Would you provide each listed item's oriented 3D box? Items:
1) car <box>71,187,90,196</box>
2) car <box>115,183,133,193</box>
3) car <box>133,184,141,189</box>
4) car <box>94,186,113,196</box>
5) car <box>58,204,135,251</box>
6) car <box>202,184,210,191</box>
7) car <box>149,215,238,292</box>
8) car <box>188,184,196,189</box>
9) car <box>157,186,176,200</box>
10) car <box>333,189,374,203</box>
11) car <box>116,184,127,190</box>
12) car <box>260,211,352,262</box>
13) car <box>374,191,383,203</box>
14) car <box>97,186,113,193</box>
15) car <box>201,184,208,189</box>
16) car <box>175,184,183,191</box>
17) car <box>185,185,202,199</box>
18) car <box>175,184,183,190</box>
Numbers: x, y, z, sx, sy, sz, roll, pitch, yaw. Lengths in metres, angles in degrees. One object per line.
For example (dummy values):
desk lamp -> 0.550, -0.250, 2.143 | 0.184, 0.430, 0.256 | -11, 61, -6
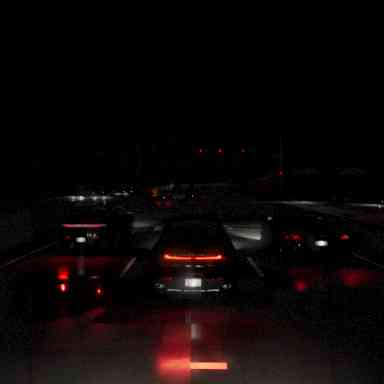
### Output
car -> -17.623, -0.062, 52.719 | 1.994, 1.385, 4.181 | 0, 2, 0
car -> -14.054, -0.900, 67.717 | 2.150, 2.045, 5.566 | 0, 2, 0
car -> -14.067, -1.241, 83.487 | 1.882, 1.535, 5.008 | 0, 2, 0
car -> -14.126, -0.122, 52.733 | 1.837, 1.490, 4.892 | 0, 2, 0
car -> -3.428, 1.188, 12.711 | 2.128, 1.511, 4.902 | 0, 2, 0
car -> 3.435, -1.103, 81.069 | 1.882, 1.535, 5.008 | 0, 2, 0
car -> 0.051, 1.337, 8.512 | 1.837, 1.490, 4.892 | 0, 2, 1
car -> -0.073, -1.483, 91.479 | 2.033, 1.411, 5.357 | 0, 2, 0
car -> -3.434, 0.289, 43.242 | 1.895, 1.301, 4.718 | 0, 2, 0
car -> 17.943, 0.414, 36.208 | 4.902, 1.511, 2.128 | 0, 2, 2
car -> -17.567, -1.189, 83.442 | 1.812, 1.442, 4.674 | 0, 2, 0
car -> 3.564, 1.316, 11.112 | 1.994, 1.385, 4.181 | 0, 2, 0
car -> 21.347, 0.591, 32.578 | 5.357, 1.411, 2.033 | 0, 2, 2
car -> -17.554, -0.516, 67.342 | 1.895, 1.301, 4.718 | 0, 2, 0
car -> 3.427, -1.429, 91.514 | 1.895, 1.301, 4.718 | 0, 2, 0
car -> -3.565, -1.039, 81.065 | 2.033, 1.411, 5.357 | 0, 2, 0
car -> 0.065, 0.139, 44.880 | 1.837, 1.490, 4.892 | 0, 2, 0
car -> -3.573, -1.498, 91.476 | 2.128, 1.511, 4.902 | 0, 2, 0
